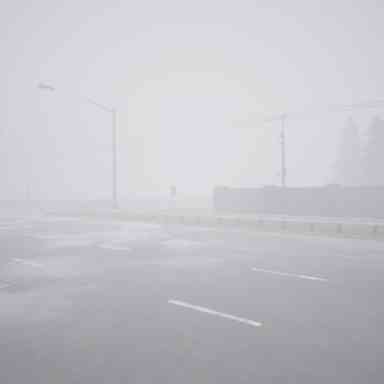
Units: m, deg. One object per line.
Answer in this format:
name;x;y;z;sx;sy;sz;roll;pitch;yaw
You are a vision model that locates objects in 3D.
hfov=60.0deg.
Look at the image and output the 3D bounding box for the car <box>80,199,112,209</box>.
car;-12.597;1.657;43.977;4.181;1.385;1.994;-1;0;-15
